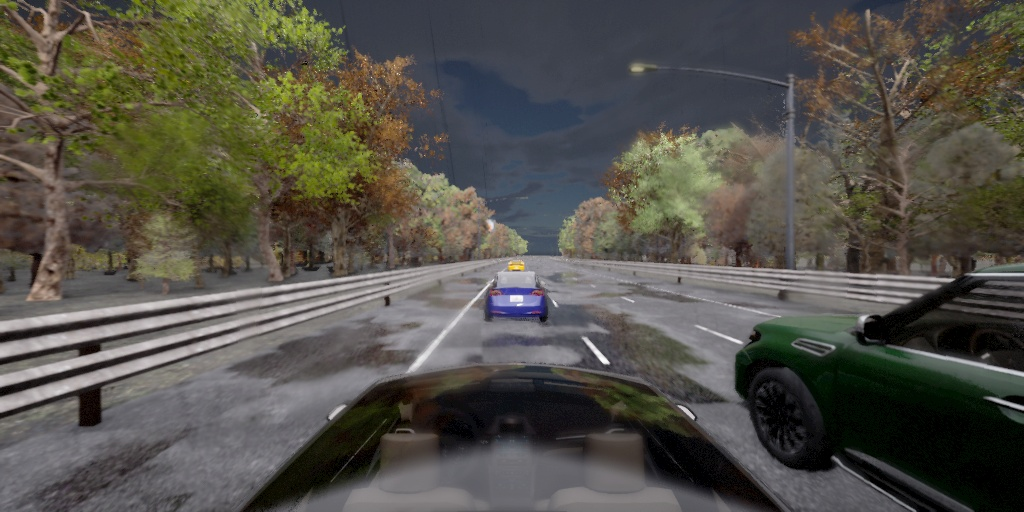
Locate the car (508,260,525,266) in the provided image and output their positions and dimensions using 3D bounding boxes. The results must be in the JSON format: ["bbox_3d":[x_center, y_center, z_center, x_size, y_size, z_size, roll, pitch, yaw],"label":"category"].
[{"bbox_3d":[0.559,1.223,43.861,1.882,1.535,5.008,0,0,1],"label":"car"}]

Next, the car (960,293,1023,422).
[{"bbox_3d":[7.108,1.256,2.504,1.837,1.490,4.892,0,0,0],"label":"car"}]

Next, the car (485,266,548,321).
[{"bbox_3d":[0.144,1.253,12.497,2.163,1.488,4.792,0,0,0],"label":"car"}]

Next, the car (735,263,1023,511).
[{"bbox_3d":[3.604,0.973,1.692,2.150,2.045,5.566,0,0,0],"label":"car"}]
